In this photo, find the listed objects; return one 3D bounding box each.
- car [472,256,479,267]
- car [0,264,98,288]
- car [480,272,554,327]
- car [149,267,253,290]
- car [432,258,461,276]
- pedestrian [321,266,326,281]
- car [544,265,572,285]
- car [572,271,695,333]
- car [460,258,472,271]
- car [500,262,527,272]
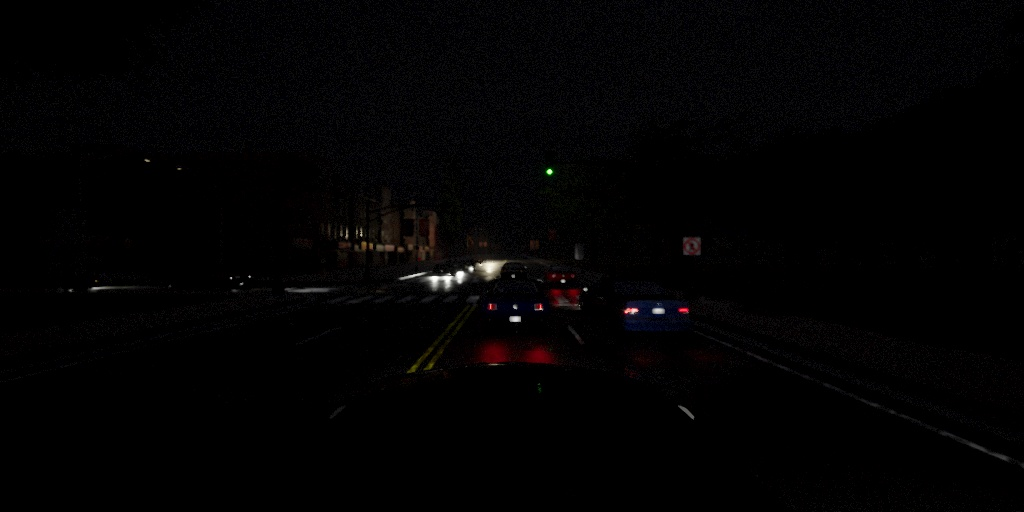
[{"bbox_3d":[-6.582,0.965,54.571,1.994,1.385,4.181,0,1,0],"label":"car"},{"bbox_3d":[-27.254,1.189,21.080,4.181,1.385,1.994,0,0,0],"label":"car"},{"bbox_3d":[0.095,1.364,11.623,1.895,1.301,4.718,0,0,0],"label":"car"},{"bbox_3d":[-18.092,1.314,21.082,4.718,1.301,1.895,1,0,0],"label":"car"},{"bbox_3d":[-6.610,1.213,35.704,1.994,1.385,4.181,0,1,0],"label":"car"},{"bbox_3d":[-14.138,1.286,26.934,0.500,1.100,0.500,0,-1,0],"label":"pedestrian"},{"bbox_3d":[3.340,1.329,25.625,1.895,1.301,4.718,0,0,0],"label":"car"},{"bbox_3d":[3.345,1.310,10.719,2.033,1.411,5.357,0,0,0],"label":"car"},{"bbox_3d":[-6.606,1.034,44.668,2.128,1.511,4.902,0,1,0],"label":"car"},{"bbox_3d":[0.094,1.196,27.172,1.882,1.535,5.008,0,0,0],"label":"car"}]
